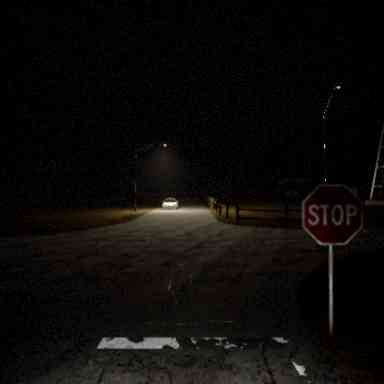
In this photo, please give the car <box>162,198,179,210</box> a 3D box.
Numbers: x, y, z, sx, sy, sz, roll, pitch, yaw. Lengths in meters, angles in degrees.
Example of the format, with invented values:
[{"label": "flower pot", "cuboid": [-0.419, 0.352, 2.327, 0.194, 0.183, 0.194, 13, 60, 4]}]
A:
[{"label": "car", "cuboid": [-2.626, 1.490, 40.840, 1.812, 1.442, 4.674, 0, 1, 0]}]
